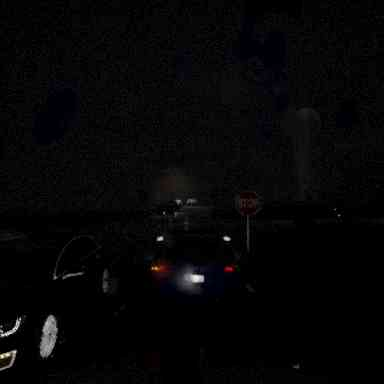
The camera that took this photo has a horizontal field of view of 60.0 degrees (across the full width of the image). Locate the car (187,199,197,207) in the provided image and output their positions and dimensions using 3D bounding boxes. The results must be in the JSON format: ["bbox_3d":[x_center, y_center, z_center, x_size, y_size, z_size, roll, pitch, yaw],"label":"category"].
[{"bbox_3d":[-0.041,2.174,68.515,2.097,1.767,4.553,0,-1,0],"label":"car"}]

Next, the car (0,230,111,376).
[{"bbox_3d":[-2.800,1.532,5.922,1.837,1.490,4.892,0,0,0],"label":"car"}]

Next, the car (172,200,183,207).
[{"bbox_3d":[-2.810,2.345,66.499,1.994,1.385,4.181,0,-1,1],"label":"car"}]

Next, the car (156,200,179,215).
[{"bbox_3d":[-2.876,1.818,37.224,2.033,1.411,5.357,0,-1,0],"label":"car"}]

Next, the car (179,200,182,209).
[{"bbox_3d":[-2.866,2.010,46.842,1.895,1.301,4.718,0,-1,0],"label":"car"}]

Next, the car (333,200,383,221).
[{"bbox_3d":[12.638,1.274,23.685,4.718,1.301,1.895,-2,-1,-2],"label":"car"}]

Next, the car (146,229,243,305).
[{"bbox_3d":[0.044,1.604,8.242,1.994,1.385,4.181,0,0,0],"label":"car"}]
